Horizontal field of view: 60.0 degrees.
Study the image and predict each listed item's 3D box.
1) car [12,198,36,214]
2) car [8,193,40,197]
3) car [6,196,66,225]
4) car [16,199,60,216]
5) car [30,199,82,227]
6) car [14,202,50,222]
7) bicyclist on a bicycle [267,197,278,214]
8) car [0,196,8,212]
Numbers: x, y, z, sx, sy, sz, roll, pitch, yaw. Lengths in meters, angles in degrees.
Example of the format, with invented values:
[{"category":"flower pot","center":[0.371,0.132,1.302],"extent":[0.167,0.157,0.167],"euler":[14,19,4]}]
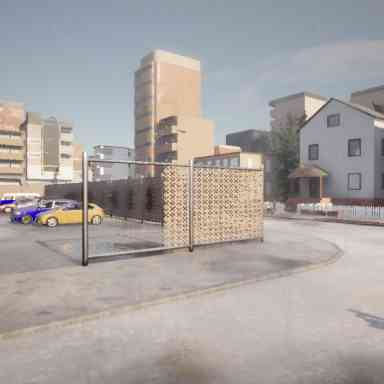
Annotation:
[{"category":"car","center":[-17.871,1.402,35.318],"extent":[1.789,1.547,3.705],"euler":[0,0,-36]},{"category":"car","center":[-12.595,1.242,27.326],"extent":[3.866,1.878,1.905],"euler":[0,0,-36]},{"category":"car","center":[-10.305,1.348,23.688],"extent":[4.611,1.667,2.242],"euler":[0,0,-36]},{"category":"car","center":[-14.816,1.413,32.028],"extent":[3.633,1.501,1.845],"euler":[0,0,-36]},{"category":"car","center":[-7.861,1.416,21.537],"extent":[4.193,1.474,1.816],"euler":[0,0,-36]},{"category":"car","center":[-12.041,1.451,25.065],"extent":[2.207,1.379,1.481],"euler":[0,0,-36]},{"category":"bicyclist on a bicycle","center":[7.743,1.349,31.975],"extent":[1.656,1.620,0.582],"euler":[0,0,-36]},{"category":"car","center":[-17.873,1.474,35.595],"extent":[5.357,1.415,2.033],"euler":[0,0,-36]}]
